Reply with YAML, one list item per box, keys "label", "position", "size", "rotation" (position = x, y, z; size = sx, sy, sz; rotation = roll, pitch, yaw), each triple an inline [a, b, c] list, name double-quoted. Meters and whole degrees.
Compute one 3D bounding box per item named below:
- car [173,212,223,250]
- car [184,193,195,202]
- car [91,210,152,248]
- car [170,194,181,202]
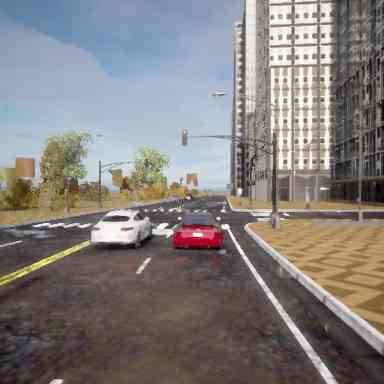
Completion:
- label: "car"
  position: [0.300, 1.570, 14.423]
  size: [1.994, 1.385, 4.181]
  rotation: [0, 0, 2]
- label: "car"
  position: [-0.587, 1.214, 78.308]
  size: [2.150, 2.045, 5.566]
  rotation: [0, 0, 6]
- label: "car"
  position: [-2.948, 1.530, 14.555]
  size: [1.812, 1.442, 4.674]
  rotation: [0, 0, 2]
- label: "car"
  position: [-3.816, 1.343, 78.684]
  size: [2.097, 1.767, 4.553]
  rotation: [0, 0, 6]
